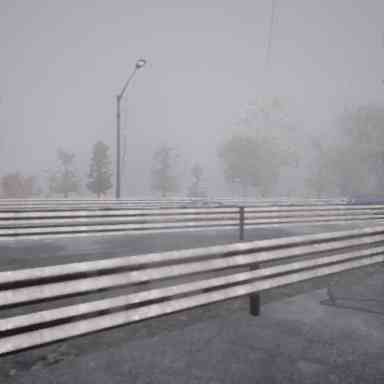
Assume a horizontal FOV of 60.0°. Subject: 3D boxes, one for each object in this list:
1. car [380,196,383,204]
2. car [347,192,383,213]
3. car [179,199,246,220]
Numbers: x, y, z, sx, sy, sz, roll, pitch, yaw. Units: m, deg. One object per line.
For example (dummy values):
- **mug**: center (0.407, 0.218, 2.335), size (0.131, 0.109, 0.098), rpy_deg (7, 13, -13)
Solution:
- **car**: center (20.029, 1.300, 30.665), size (4.674, 1.442, 1.812), rpy_deg (0, 0, -23)
- **car**: center (18.339, 0.996, 33.767), size (5.566, 2.045, 2.150), rpy_deg (0, 0, -23)
- **car**: center (1.375, 1.217, 22.440), size (4.902, 1.511, 2.128), rpy_deg (0, 0, -24)
